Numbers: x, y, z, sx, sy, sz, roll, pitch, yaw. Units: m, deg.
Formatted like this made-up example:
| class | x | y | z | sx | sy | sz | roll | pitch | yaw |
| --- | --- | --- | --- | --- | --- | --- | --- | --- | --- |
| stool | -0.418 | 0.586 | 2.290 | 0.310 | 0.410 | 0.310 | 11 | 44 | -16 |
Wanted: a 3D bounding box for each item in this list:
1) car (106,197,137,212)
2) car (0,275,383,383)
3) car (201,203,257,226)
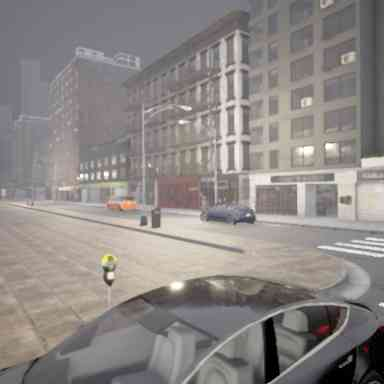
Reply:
| class | x | y | z | sx | sy | sz | roll | pitch | yaw |
| --- | --- | --- | --- | --- | --- | --- | --- | --- | --- |
| car | -7.973 | 1.290 | 37.428 | 2.097 | 1.767 | 4.553 | -1 | 0 | -35 |
| car | -0.001 | 1.551 | 2.808 | 4.313 | 1.339 | 1.947 | -1 | 0 | -35 |
| car | 2.417 | 1.453 | 22.802 | 1.994 | 1.385 | 4.181 | -1 | 0 | -35 |
